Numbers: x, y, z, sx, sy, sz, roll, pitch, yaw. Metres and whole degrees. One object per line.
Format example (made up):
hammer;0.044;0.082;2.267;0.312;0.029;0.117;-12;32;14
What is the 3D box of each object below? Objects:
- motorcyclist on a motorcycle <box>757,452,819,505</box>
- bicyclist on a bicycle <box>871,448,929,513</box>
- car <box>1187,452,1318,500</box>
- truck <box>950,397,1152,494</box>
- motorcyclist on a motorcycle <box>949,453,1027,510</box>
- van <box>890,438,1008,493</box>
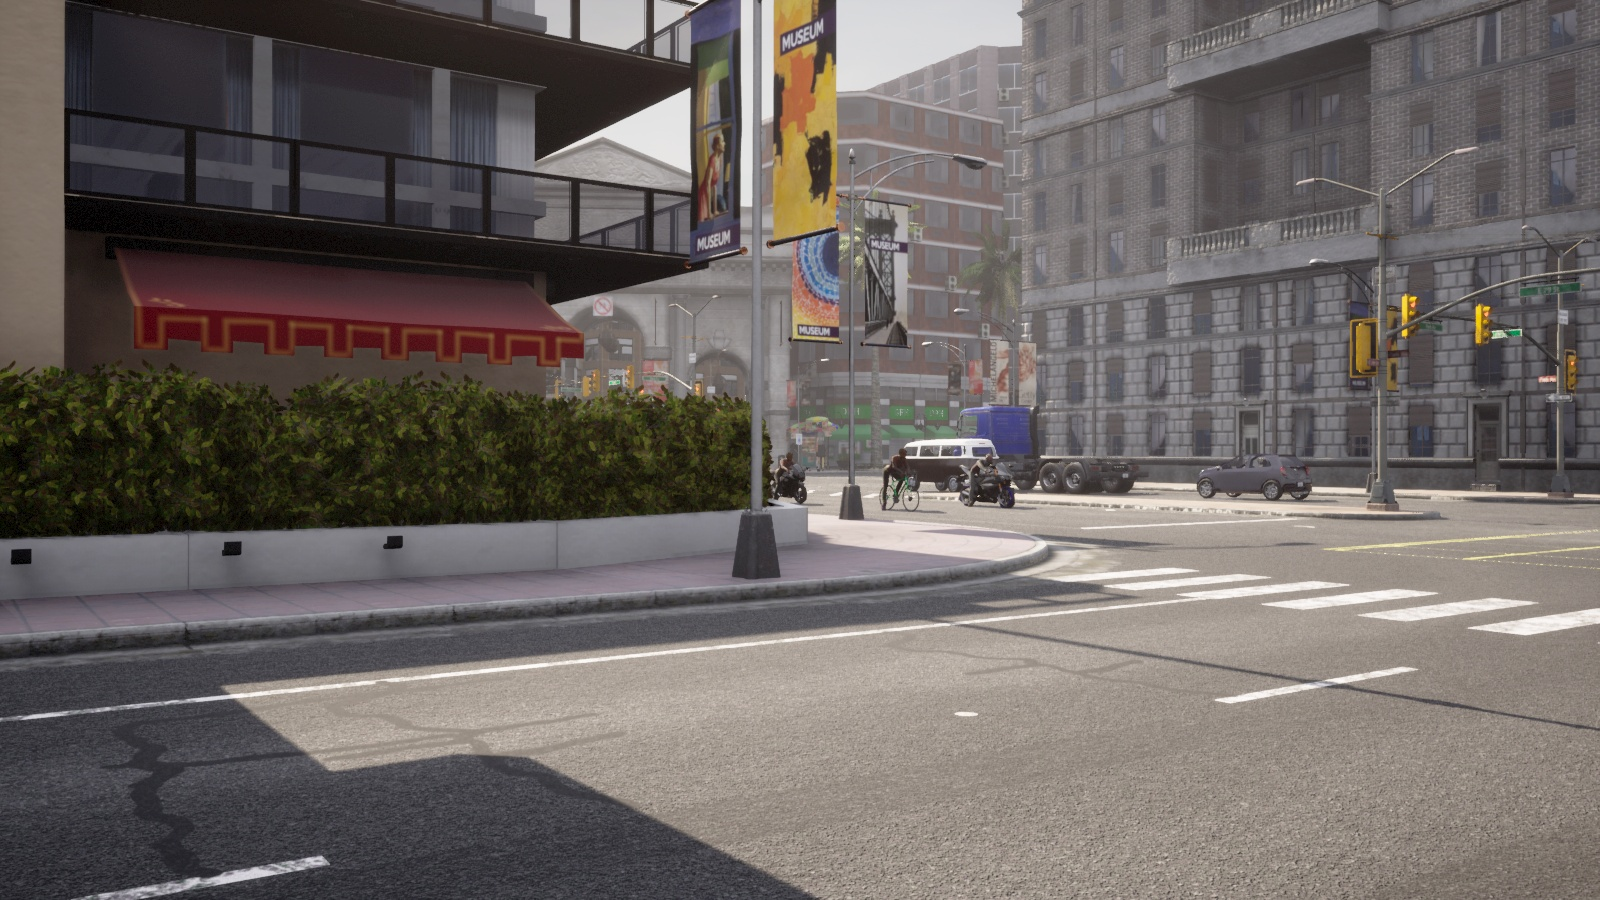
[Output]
motorcyclist on a motorcycle;-0.372;0.818;36.784;0.797;1.523;2.044;0;0;-35
bicyclist on a bicycle;2.565;0.772;32.513;0.582;1.620;1.656;0;0;-35
car;14.795;0.828;41.201;1.845;1.501;3.633;0;0;-35
truck;9.565;-0.138;48.807;2.891;3.462;7.936;0;0;-35
motorcyclist on a motorcycle;5.192;0.854;34.869;0.866;1.530;2.191;0;0;-35
van;5.675;0.574;48.287;2.069;2.038;4.480;0;0;-34
